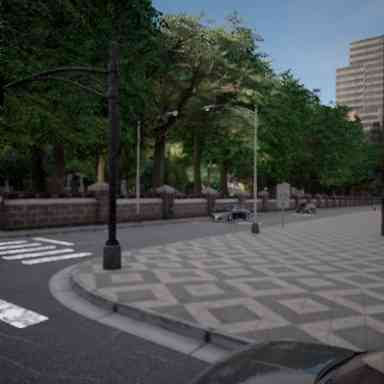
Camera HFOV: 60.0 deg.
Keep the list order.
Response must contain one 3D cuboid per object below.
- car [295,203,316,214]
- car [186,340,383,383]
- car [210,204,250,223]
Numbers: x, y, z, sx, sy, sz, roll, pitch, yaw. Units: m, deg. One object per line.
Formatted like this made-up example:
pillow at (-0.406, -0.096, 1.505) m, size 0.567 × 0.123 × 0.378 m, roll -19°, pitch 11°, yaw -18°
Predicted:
car at (16.342, 2.350, 47.650) m, size 1.837 × 1.490 × 4.892 m, roll 1°, pitch -1°, yaw 35°
car at (1.840, 1.560, 1.652) m, size 4.403 × 1.369 × 2.008 m, roll 1°, pitch 0°, yaw 36°
car at (3.454, 1.861, 29.520) m, size 2.128 × 1.511 × 4.902 m, roll 1°, pitch -1°, yaw 35°
